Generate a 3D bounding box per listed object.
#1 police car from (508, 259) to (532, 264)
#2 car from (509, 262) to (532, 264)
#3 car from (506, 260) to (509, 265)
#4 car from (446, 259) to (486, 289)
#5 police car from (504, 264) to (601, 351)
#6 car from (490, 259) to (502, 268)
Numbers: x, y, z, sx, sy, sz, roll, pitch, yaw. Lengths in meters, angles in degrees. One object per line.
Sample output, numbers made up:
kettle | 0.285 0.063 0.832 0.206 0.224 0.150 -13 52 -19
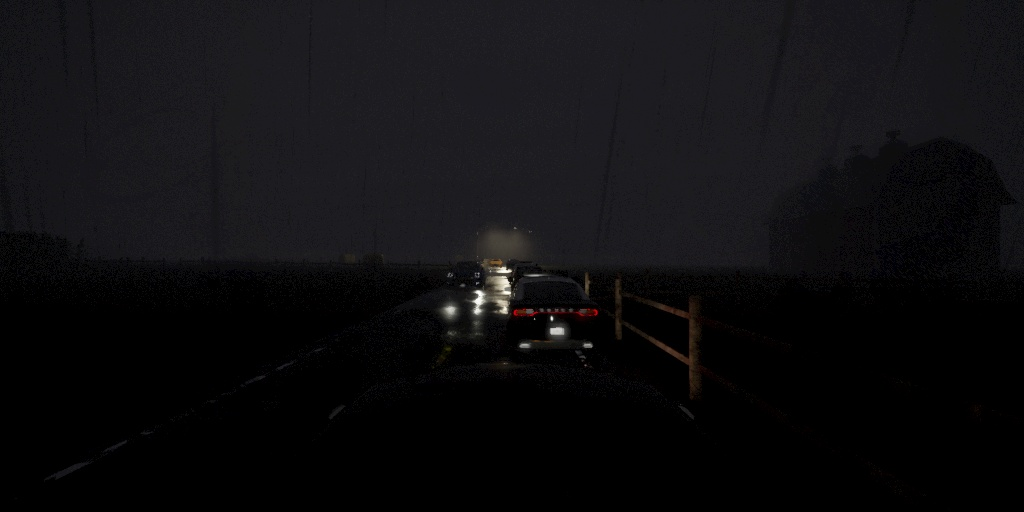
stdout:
police car | 0.878 1.173 25.140 1.930 1.638 5.238 0 0 0
car | 0.862 1.253 19.030 1.837 1.490 4.892 0 0 0
car | 0.171 1.220 49.512 1.882 1.535 5.008 0 0 0
car | -2.802 1.100 22.767 2.097 1.767 4.553 0 0 0
police car | 0.838 1.174 9.140 1.930 1.638 5.238 0 0 0
car | -2.612 1.216 59.507 1.882 1.535 5.008 0 0 0
